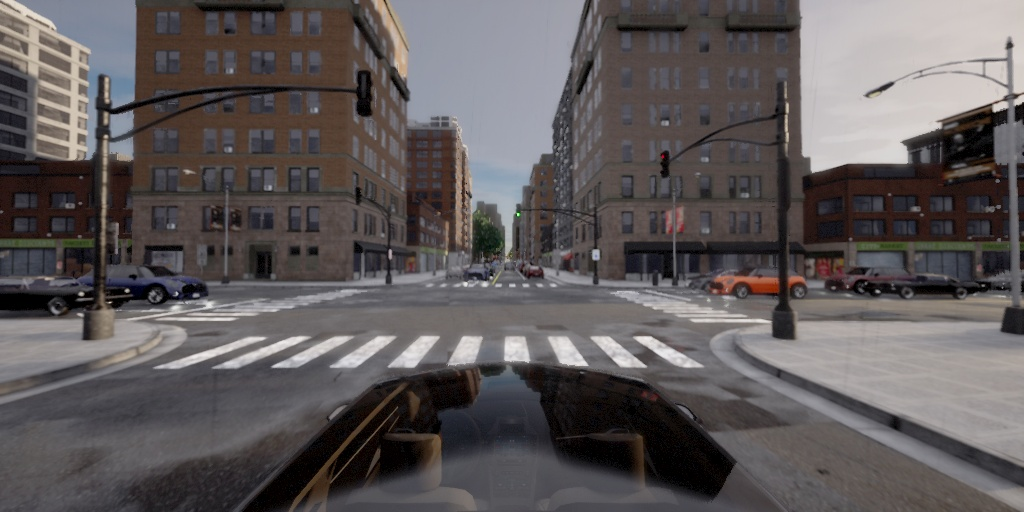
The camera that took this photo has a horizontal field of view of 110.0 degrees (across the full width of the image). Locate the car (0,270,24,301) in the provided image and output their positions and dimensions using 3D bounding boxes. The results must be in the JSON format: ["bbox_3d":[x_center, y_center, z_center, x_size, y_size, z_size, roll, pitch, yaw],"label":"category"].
[{"bbox_3d":[-25.913,1.338,15.997,5.357,1.411,2.033,0,-1,-1],"label":"car"}]

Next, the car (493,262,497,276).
[{"bbox_3d":[-3.355,1.608,44.194,2.097,1.767,4.553,0,-1,-1],"label":"car"}]

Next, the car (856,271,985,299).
[{"bbox_3d":[22.386,1.668,19.810,4.718,1.301,1.895,0,-1,-1],"label":"car"}]

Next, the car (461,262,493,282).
[{"bbox_3d":[-3.277,1.484,34.325,2.097,1.767,4.553,0,-1,0],"label":"car"}]

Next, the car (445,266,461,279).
[{"bbox_3d":[-6.049,1.733,38.426,2.007,1.370,4.403,0,0,-1],"label":"car"}]

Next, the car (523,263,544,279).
[{"bbox_3d":[2.476,1.729,38.517,1.888,1.381,4.507,0,0,-1],"label":"car"}]

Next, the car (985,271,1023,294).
[{"bbox_3d":[32.779,1.682,23.131,4.892,1.490,1.837,0,-1,0],"label":"car"}]

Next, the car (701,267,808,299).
[{"bbox_3d":[13.400,1.378,19.747,4.553,1.767,2.097,0,-1,0],"label":"car"}]

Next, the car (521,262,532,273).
[{"bbox_3d":[2.415,1.819,44.023,1.948,1.339,4.313,0,0,-1],"label":"car"}]

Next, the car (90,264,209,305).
[{"bbox_3d":[-16.439,1.182,16.098,4.553,1.767,2.097,0,-1,-1],"label":"car"}]

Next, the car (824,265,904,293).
[{"bbox_3d":[22.895,1.483,23.066,4.553,1.767,2.097,0,-1,0],"label":"car"}]

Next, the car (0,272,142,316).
[{"bbox_3d":[-16.660,1.368,12.811,4.718,1.301,1.895,0,-1,0],"label":"car"}]

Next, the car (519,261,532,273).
[{"bbox_3d":[2.352,1.851,49.699,1.751,1.417,4.829,0,0,-1],"label":"car"}]

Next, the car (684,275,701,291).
[{"bbox_3d":[13.701,1.581,23.012,4.902,1.511,2.128,0,-1,0],"label":"car"}]

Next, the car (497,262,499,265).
[{"bbox_3d":[-3.458,1.937,54.389,2.033,1.411,5.357,0,-1,0],"label":"car"}]

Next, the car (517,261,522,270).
[{"bbox_3d":[2.293,1.714,55.035,2.192,1.841,5.009,0,0,-1],"label":"car"}]
